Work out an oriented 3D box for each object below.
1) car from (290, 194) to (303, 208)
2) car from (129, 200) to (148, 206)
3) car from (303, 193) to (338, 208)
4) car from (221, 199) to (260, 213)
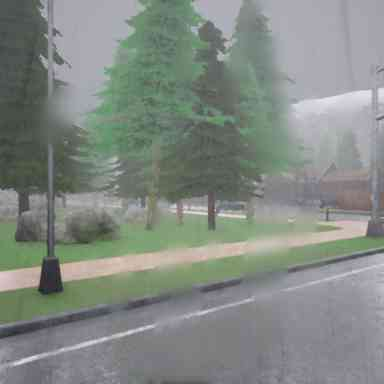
[{"bbox_3d":[14.855,1.125,44.179,3.866,1.878,1.905,0,0,-37],"label":"car"},{"bbox_3d":[-8.977,1.439,54.517,1.882,1.535,5.008,0,0,-40],"label":"car"},{"bbox_3d":[16.681,1.122,42.408,4.605,1.855,1.932,0,0,-37],"label":"car"},{"bbox_3d":[5.208,1.452,36.133,2.128,1.511,4.902,0,0,-37],"label":"car"}]
